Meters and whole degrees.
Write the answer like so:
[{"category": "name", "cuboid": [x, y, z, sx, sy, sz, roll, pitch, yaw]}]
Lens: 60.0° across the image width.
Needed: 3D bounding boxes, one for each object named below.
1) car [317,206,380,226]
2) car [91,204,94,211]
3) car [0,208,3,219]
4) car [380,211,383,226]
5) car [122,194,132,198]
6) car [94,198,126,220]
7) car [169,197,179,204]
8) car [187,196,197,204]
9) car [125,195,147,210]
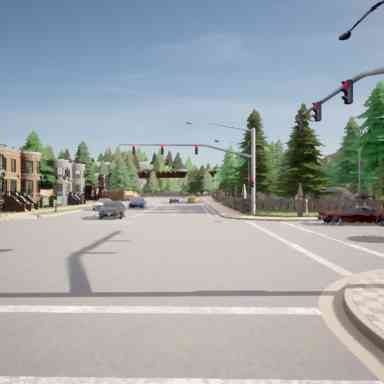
[{"category": "car", "cuboid": [11.171, 1.601, 22.914, 4.718, 1.301, 1.895, 0, 0, 2]}, {"category": "car", "cuboid": [-10.622, 1.525, 40.120, 1.812, 1.442, 4.674, 0, 0, 0]}, {"category": "car", "cuboid": [-16.095, 1.352, 23.609, 4.553, 1.767, 2.097, 0, -1, -22]}, {"category": "car", "cuboid": [11.881, 1.352, 15.691, 4.553, 1.767, 2.097, 0, 0, 1]}, {"category": "car", "cuboid": [-10.543, 1.092, 55.658, 1.882, 1.535, 5.008, 0, 0, 0]}, {"category": "car", "cuboid": [-6.696, 1.505, 28.064, 1.837, 1.490, 4.892, 0, 0, -7]}, {"category": "car", "cuboid": [-3.450, 1.601, 65.232, 1.895, 1.301, 4.718, 0, 0, 0]}, {"category": "car", "cuboid": [0.051, 1.477, 64.944, 1.882, 1.535, 5.008, 0, 0, 0]}, {"category": "car", "cuboid": [-7.119, 1.477, 43.791, 1.882, 1.535, 5.008, 0, 0, 0]}]
